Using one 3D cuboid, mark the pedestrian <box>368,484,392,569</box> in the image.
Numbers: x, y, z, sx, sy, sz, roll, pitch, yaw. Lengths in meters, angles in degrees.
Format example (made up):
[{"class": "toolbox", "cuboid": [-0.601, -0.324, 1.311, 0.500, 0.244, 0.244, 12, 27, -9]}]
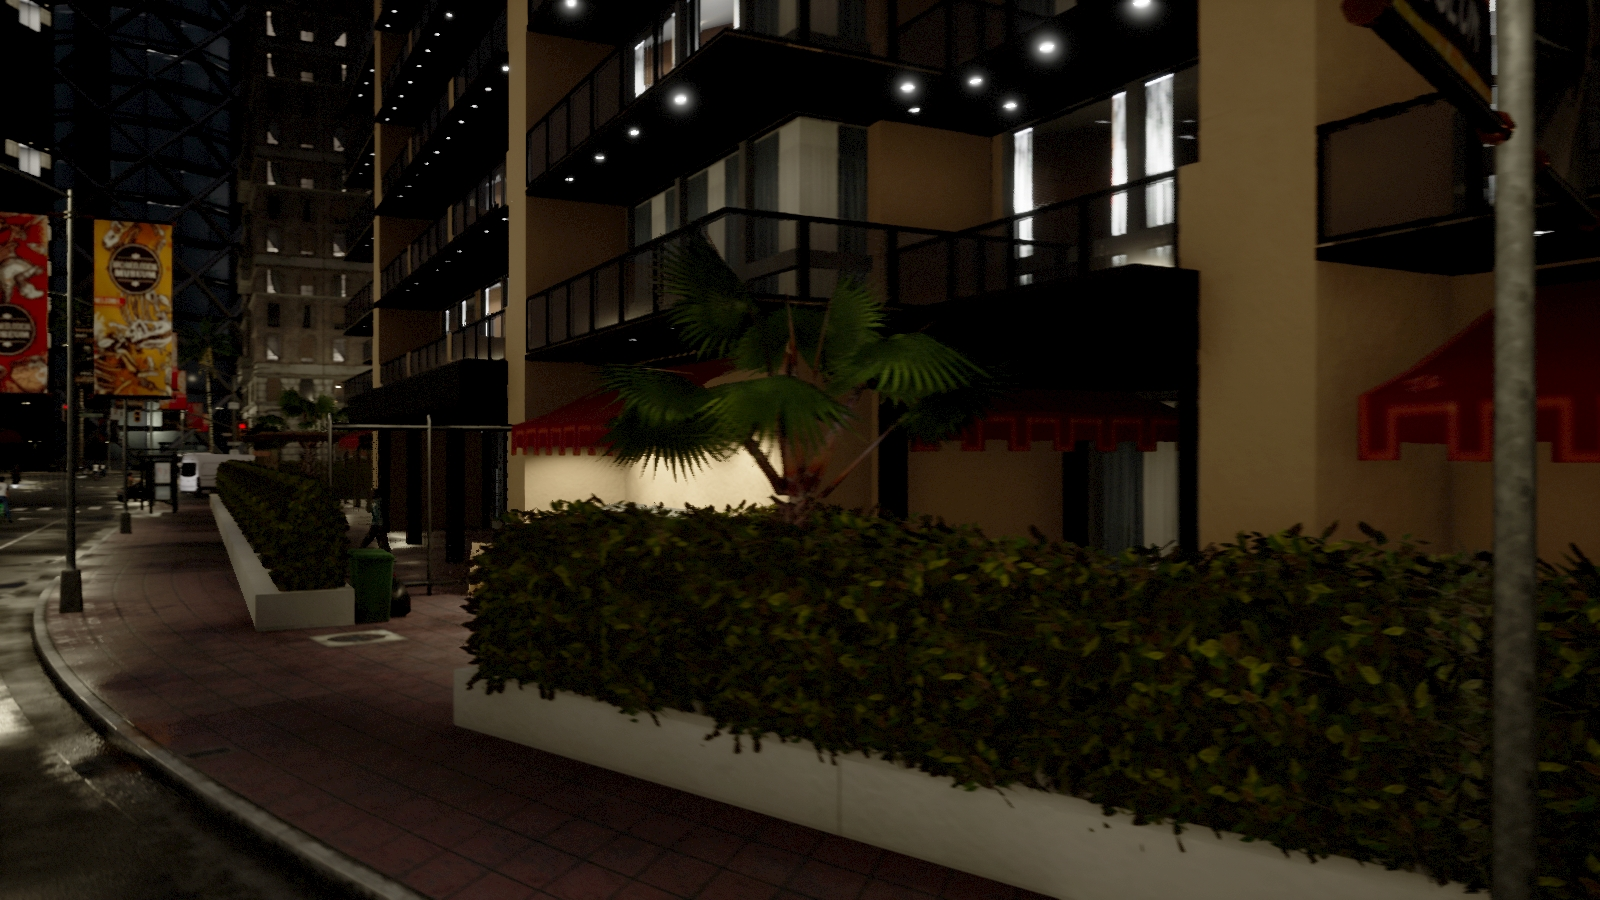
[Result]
[{"class": "pedestrian", "cuboid": [-9.428, 1.709, 25.656, 0.375, 1.860, 0.375, 0, 0, 10]}]
